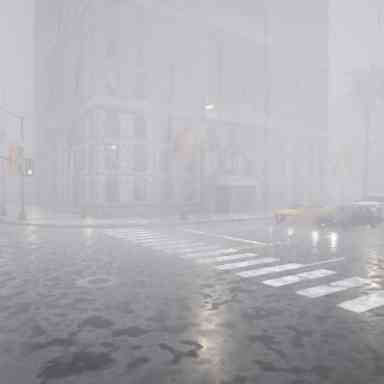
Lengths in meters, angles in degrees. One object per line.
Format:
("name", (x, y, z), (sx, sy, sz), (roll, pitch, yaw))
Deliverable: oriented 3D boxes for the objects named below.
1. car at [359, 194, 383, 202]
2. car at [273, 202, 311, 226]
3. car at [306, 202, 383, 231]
("car", (16.420, 1.221, 29.479), (5.566, 2.045, 2.150), (0, 0, -33))
("car", (7.951, 1.478, 23.833), (5.008, 1.535, 1.882), (0, 0, -34))
("car", (9.886, 1.547, 20.920), (5.357, 1.411, 2.033), (0, 0, -34))
